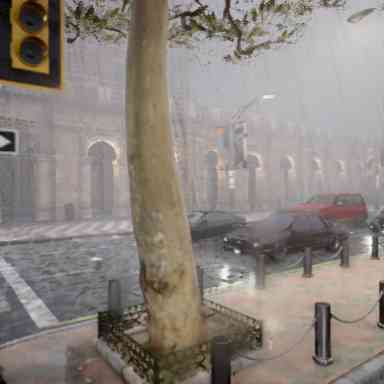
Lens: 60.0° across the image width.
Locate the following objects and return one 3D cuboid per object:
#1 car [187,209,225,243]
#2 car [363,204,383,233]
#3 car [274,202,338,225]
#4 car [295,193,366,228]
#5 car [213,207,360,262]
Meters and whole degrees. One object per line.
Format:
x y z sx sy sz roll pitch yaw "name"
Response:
0.412 1.467 14.099 4.674 1.442 1.812 0 0 -35 "car"
11.136 1.431 17.379 4.181 1.385 1.994 0 0 -35 "car"
8.105 1.455 23.472 4.718 1.301 1.895 0 0 -36 "car"
8.101 1.097 19.524 5.566 2.045 2.150 0 0 -35 "car"
3.583 1.479 12.063 5.357 1.411 2.033 -1 0 -35 "car"
